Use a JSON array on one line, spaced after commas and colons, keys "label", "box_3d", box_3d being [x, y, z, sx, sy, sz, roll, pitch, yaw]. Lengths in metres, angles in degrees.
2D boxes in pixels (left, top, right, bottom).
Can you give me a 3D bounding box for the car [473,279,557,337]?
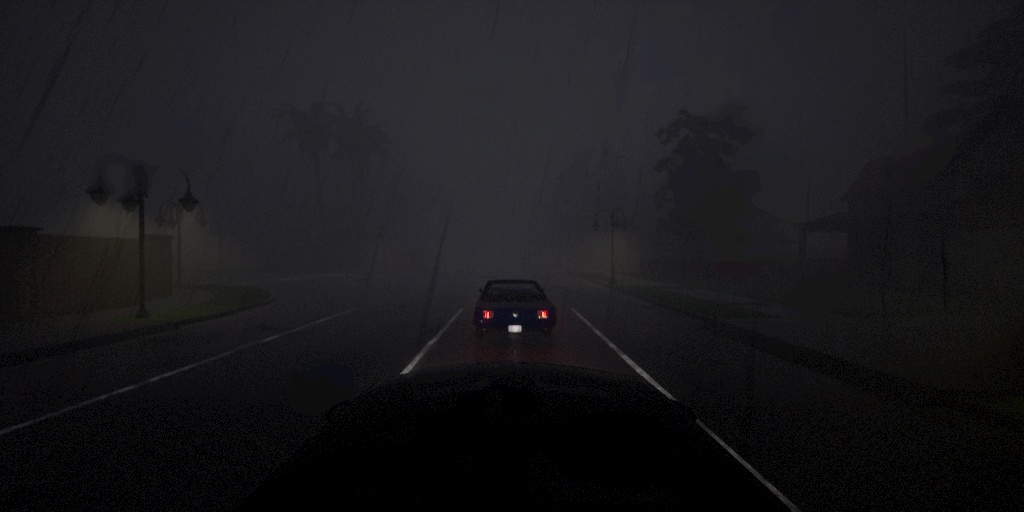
[{"label": "car", "box_3d": [-0.010, 1.303, 10.142, 1.895, 1.301, 4.718, 0, 0, -2]}]
